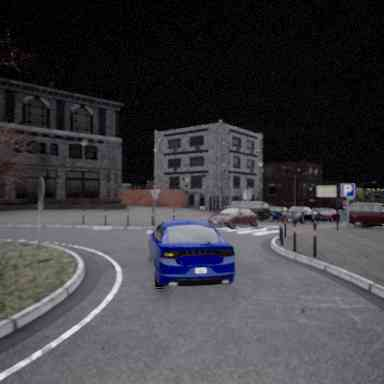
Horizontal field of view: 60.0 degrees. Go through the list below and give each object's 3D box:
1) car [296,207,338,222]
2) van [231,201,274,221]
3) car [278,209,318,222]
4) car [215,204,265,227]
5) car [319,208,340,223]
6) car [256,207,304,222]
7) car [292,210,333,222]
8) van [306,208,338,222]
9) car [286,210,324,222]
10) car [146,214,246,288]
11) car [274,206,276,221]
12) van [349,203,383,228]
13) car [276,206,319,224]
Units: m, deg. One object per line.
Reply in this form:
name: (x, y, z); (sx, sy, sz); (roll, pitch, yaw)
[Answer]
car: (19.497, 3.501, 51.990); (5.566, 2.045, 2.435); (0, -4, 38)
van: (5.741, 1.988, 34.485); (4.442, 1.987, 1.878); (0, -3, 38)
car: (14.451, 3.212, 45.465); (4.674, 1.452, 2.002); (0, -4, 38)
car: (3.037, 1.797, 23.620); (1.812, 1.442, 4.674); (0, -2, 41)
car: (16.770, 3.015, 40.979); (1.882, 1.535, 5.008); (0, -4, 38)
car: (10.882, 2.778, 41.192); (5.366, 1.575, 1.946); (0, -4, 38)
car: (18.021, 3.561, 49.748); (5.366, 1.575, 1.946); (0, -4, 38)
van: (21.138, 3.722, 54.239); (4.442, 1.987, 1.878); (0, -4, 38)
car: (16.086, 3.400, 47.563); (4.674, 1.452, 2.002); (0, -4, 38)
car: (-0.236, 1.535, 9.558); (1.882, 1.535, 5.008); (0, 0, -10)
car: (9.268, 2.451, 38.770); (4.553, 1.767, 2.185); (0, -4, 38)
van: (14.100, 1.831, 24.773); (4.442, 1.987, 1.878); (0, -3, 38)
car: (10.480, 2.183, 32.918); (2.097, 1.767, 4.553); (0, -4, 38)
